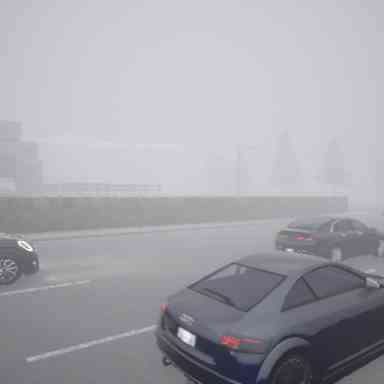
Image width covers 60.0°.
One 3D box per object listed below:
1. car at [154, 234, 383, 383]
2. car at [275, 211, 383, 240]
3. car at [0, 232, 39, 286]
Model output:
[{"bbox_3d":[1.567,1.591,4.864,4.181,1.385,1.994,0,0,-36],"label":"car"},{"bbox_3d":[4.960,1.577,11.584,4.892,1.490,1.837,0,0,-36],"label":"car"},{"bbox_3d":[-6.177,1.348,7.938,4.553,1.767,2.097,0,0,-35],"label":"car"}]
